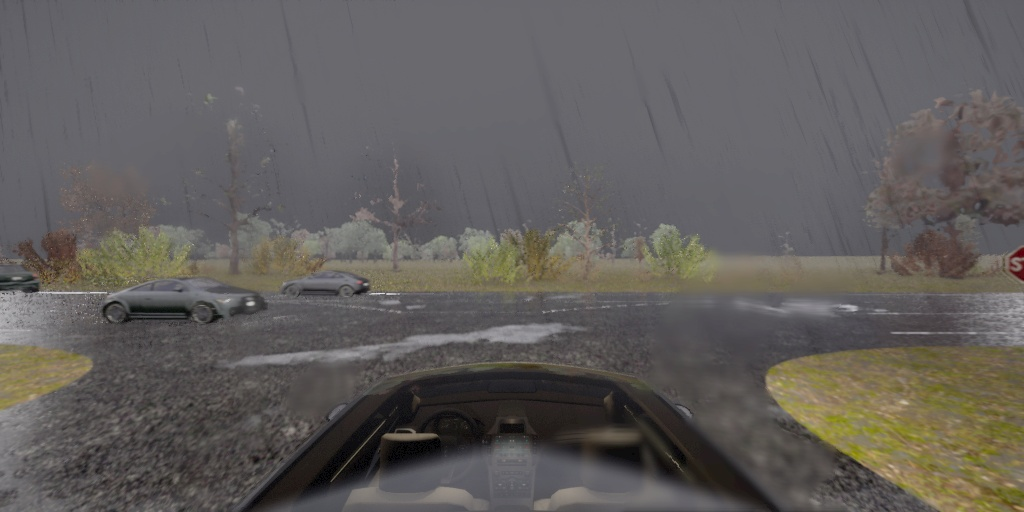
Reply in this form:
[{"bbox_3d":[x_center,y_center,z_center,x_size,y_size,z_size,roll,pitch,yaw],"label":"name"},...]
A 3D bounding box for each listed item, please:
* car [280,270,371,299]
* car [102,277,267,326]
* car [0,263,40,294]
[{"bbox_3d":[-9.590,1.449,18.671,4.181,1.385,1.994,0,0,0],"label":"car"},{"bbox_3d":[-10.474,1.396,11.677,4.181,1.385,1.994,0,0,0],"label":"car"},{"bbox_3d":[-27.920,1.181,18.693,4.553,1.767,2.097,0,0,0],"label":"car"}]
